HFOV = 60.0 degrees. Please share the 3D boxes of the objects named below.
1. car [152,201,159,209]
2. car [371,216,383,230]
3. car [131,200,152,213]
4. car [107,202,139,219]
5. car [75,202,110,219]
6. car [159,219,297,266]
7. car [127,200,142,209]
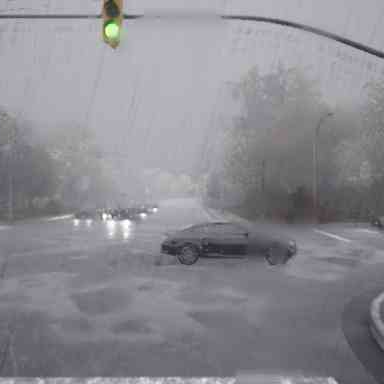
[{"bbox_3d":[-7.033,2.302,59.953,1.994,1.385,4.181,0,-1,0],"label":"car"},{"bbox_3d":[13.961,1.830,21.487,4.181,1.385,1.994,0,-1,3],"label":"car"},{"bbox_3d":[-7.104,1.901,44.631,2.097,1.767,4.553,0,-1,0],"label":"car"},{"bbox_3d":[-7.110,2.030,34.823,1.895,1.301,4.718,0,-1,0],"label":"car"},{"bbox_3d":[-10.611,1.979,34.997,2.033,1.411,5.357,0,-1,0],"label":"car"},{"bbox_3d":[1.213,1.670,11.589,4.674,1.442,1.812,0,-1,3],"label":"car"},{"bbox_3d":[-10.521,2.262,61.396,1.837,1.490,4.892,0,-1,0],"label":"car"}]
